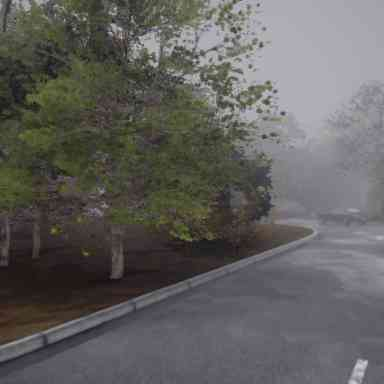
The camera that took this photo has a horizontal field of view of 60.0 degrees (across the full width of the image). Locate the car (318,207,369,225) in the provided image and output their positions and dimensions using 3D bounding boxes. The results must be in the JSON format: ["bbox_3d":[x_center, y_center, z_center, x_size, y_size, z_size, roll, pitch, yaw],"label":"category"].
[{"bbox_3d":[12.806,2.020,28.377,1.812,1.442,4.674,0,-2,-18],"label":"car"}]
